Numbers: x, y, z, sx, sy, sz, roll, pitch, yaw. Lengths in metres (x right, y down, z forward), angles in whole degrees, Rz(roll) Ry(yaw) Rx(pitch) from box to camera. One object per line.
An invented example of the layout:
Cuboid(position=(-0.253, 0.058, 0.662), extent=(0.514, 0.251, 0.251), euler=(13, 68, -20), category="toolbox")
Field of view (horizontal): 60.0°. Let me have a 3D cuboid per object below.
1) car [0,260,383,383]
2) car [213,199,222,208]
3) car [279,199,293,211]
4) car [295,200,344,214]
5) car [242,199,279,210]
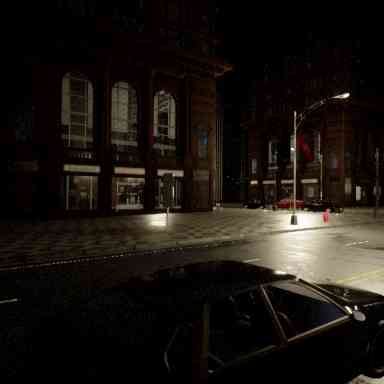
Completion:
Cuboid(position=(0.435, 1.548, 3.754), extent=(5.357, 1.411, 2.033), euler=(0, 0, -36), category="car")
Cuboid(position=(2.881, 1.793, 54.019), extent=(1.812, 1.442, 4.674), euler=(1, -1, -35), category="car")
Cuboid(position=(13.088, 1.723, 45.166), extent=(1.882, 1.535, 5.008), euler=(1, -1, -35), category="car")
Cuboid(position=(14.590, 1.681, 37.523), extent=(1.837, 1.490, 4.892), euler=(1, -1, -35), category="car")
Cuboid(position=(9.010, 1.725, 45.383), extent=(1.837, 1.490, 4.892), euler=(1, -1, -35), category="car")
